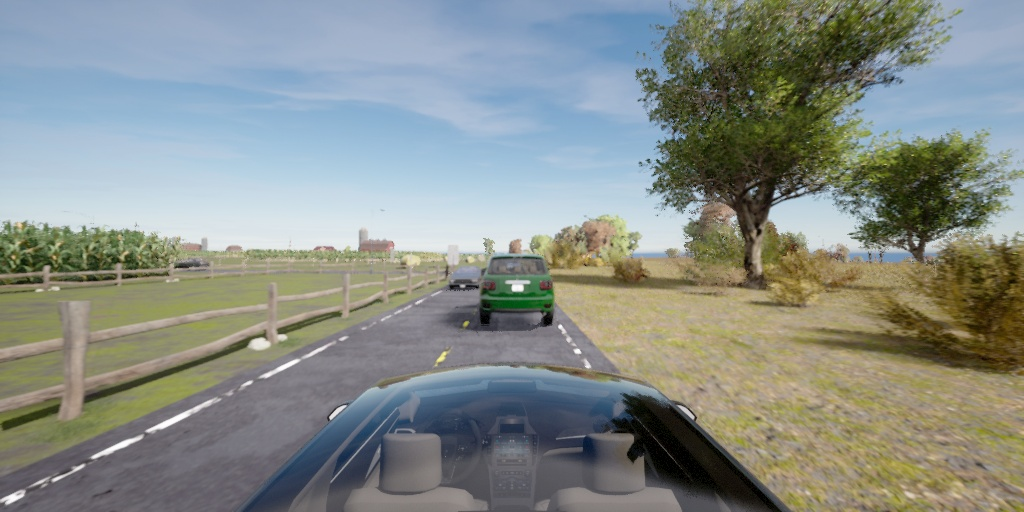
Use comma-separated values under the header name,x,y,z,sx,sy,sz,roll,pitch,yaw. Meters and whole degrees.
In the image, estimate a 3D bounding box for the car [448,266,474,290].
name,x,y,z,sx,sy,sz,roll,pitch,yaw
car,-2.826,1.358,23.280,2.033,1.411,5.357,0,0,0

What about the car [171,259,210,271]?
name,x,y,z,sx,sy,sz,roll,pitch,yaw
car,-41.921,1.093,46.451,4.902,1.511,2.128,0,0,-1

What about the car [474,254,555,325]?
name,x,y,z,sx,sy,sz,roll,pitch,yaw
car,0.114,0.992,12.151,2.150,2.045,5.566,0,-1,-1
